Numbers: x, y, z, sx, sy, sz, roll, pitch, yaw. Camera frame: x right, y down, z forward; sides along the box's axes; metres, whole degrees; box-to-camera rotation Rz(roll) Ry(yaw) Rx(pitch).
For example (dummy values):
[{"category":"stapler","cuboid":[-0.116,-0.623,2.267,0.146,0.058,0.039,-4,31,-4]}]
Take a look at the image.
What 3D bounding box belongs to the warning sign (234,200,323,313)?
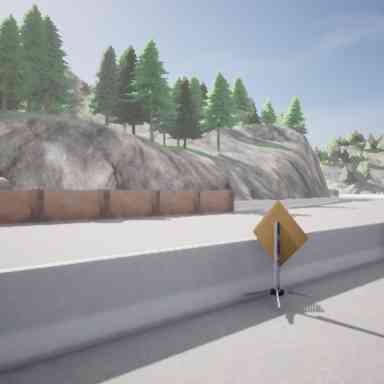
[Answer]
[{"category":"warning sign","cuboid":[1.644,1.098,6.422,1.060,1.860,1.300,0,0,-37]}]
